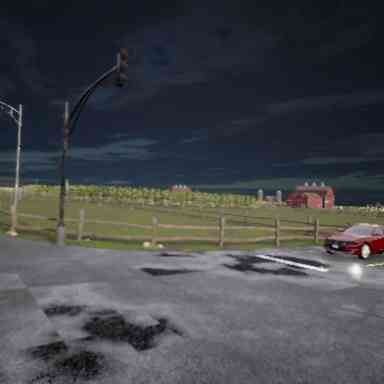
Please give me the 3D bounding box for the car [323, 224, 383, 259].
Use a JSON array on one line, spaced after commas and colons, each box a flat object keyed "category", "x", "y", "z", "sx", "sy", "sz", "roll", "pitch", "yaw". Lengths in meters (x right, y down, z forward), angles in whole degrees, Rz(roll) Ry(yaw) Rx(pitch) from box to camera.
[{"category": "car", "x": 8.605, "y": 2.337, "z": 16.527, "sx": 5.008, "sy": 1.535, "sz": 1.882, "roll": 4, "pitch": -2, "yaw": -34}]
